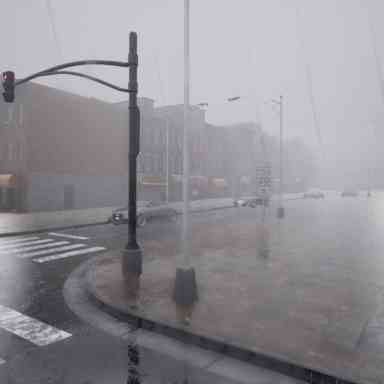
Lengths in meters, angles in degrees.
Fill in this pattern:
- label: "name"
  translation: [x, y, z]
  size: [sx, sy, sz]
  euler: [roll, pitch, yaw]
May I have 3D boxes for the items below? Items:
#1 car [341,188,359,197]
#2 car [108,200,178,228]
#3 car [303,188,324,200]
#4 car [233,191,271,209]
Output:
- label: "car"
  translation: [24.996, 0.090, 52.515]
  size: [2.033, 1.411, 5.357]
  euler: [0, 2, 35]
- label: "car"
  translation: [-2.679, 1.128, 18.776]
  size: [1.994, 1.385, 4.181]
  euler: [0, 2, 36]
- label: "car"
  translation: [16.852, 0.268, 46.030]
  size: [1.812, 1.442, 4.674]
  euler: [0, 1, 36]
- label: "car"
  translation: [5.531, 0.692, 30.294]
  size: [2.128, 1.511, 4.902]
  euler: [0, 2, 36]
